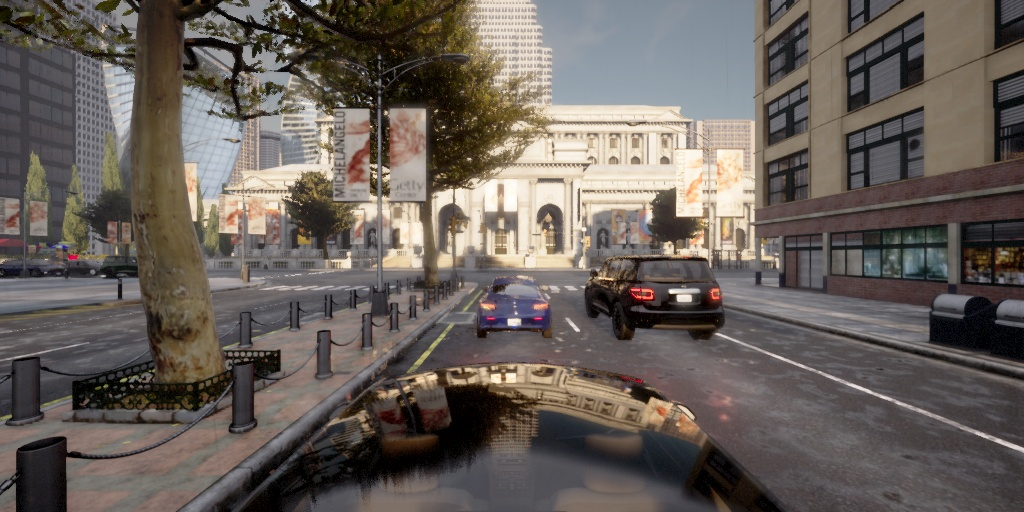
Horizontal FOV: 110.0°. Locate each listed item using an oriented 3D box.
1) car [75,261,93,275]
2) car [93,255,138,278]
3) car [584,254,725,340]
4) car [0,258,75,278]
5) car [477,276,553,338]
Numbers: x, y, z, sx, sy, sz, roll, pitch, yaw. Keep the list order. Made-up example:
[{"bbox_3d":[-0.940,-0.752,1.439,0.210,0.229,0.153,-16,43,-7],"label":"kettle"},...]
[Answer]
[{"bbox_3d":[-44.450,1.255,37.615,4.892,1.490,1.837,0,0,-1],"label":"car"},{"bbox_3d":[-35.669,0.971,34.171,5.566,2.045,2.150,0,0,0],"label":"car"},{"bbox_3d":[3.579,0.971,10.121,2.150,2.045,5.566,0,0,0],"label":"car"},{"bbox_3d":[-45.431,1.102,34.085,4.553,1.767,2.097,0,0,-2],"label":"car"},{"bbox_3d":[0.072,1.276,10.110,1.812,1.442,4.674,0,0,0],"label":"car"}]
